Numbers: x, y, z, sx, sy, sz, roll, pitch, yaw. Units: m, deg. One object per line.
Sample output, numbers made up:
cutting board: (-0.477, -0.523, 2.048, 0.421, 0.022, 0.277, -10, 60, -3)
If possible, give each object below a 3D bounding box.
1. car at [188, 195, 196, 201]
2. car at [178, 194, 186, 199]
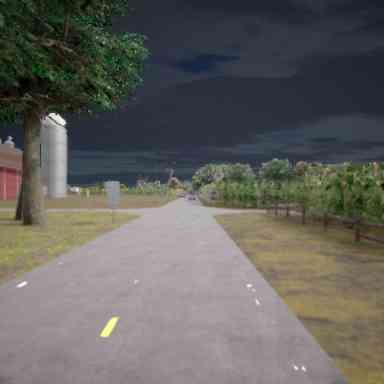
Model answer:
car: (0.017, 1.518, 87.054, 1.994, 1.385, 4.181, 0, 0, 0)
car: (-2.733, 1.135, 91.232, 1.994, 1.385, 4.181, 0, 0, 0)
